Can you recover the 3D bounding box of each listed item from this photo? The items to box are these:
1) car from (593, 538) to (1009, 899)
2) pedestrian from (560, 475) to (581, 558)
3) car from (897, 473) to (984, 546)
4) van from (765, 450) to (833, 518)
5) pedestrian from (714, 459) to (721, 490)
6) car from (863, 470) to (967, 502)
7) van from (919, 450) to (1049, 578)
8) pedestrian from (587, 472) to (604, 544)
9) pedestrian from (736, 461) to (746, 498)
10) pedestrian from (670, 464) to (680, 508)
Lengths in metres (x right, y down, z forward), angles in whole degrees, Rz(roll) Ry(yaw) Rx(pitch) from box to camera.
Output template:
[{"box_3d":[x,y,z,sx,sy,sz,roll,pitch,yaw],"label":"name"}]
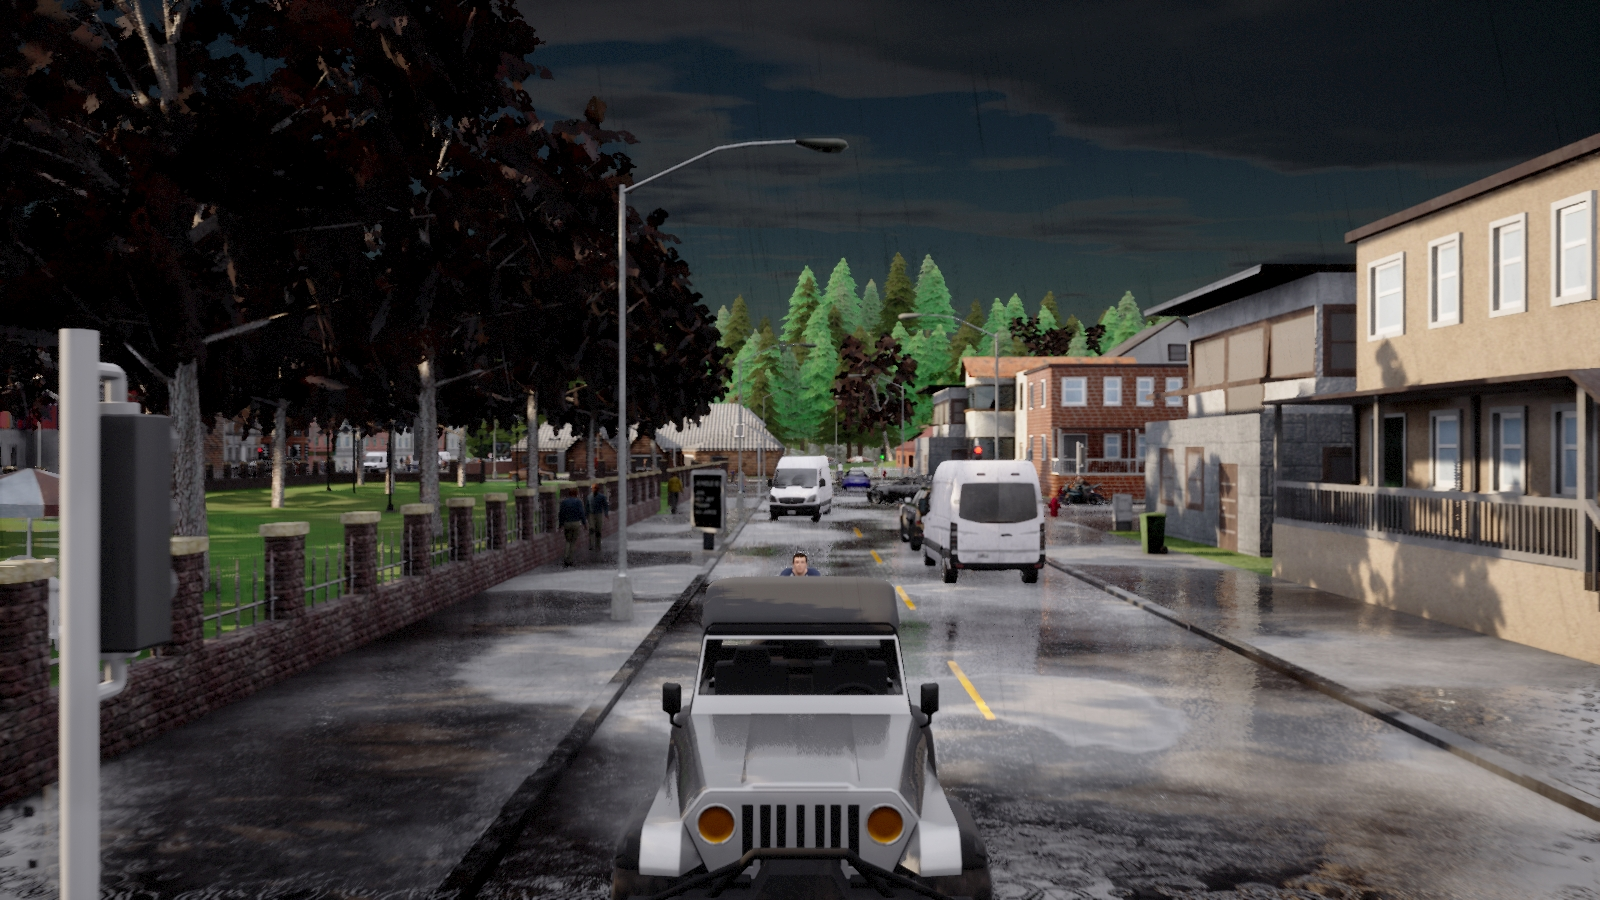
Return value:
[{"box_3d":[0.008,1.635,7.165,1.905,1.878,3.866,0,0,0],"label":"car"},{"box_3d":[-5.258,1.518,26.167,0.375,1.860,0.375,0,0,8],"label":"pedestrian"},{"box_3d":[3.947,1.635,32.879,1.932,1.855,4.605,0,0,0],"label":"car"},{"box_3d":[0.047,1.302,46.724,1.988,2.561,5.915,0,0,7],"label":"van"},{"box_3d":[-5.021,1.508,69.417,0.375,1.860,0.375,0,0,-10],"label":"pedestrian"},{"box_3d":[5.860,1.828,58.289,4.792,1.488,2.163,0,0,26],"label":"car"},{"box_3d":[3.981,1.305,25.808,1.988,2.561,5.915,0,-1,0],"label":"van"},{"box_3d":[-5.339,1.517,29.785,0.375,1.860,0.375,0,0,1],"label":"pedestrian"},{"box_3d":[-3.047,1.510,58.795,0.375,1.860,0.375,0,0,22],"label":"pedestrian"},{"box_3d":[-5.250,1.512,48.015,0.375,1.860,0.375,0,0,-1],"label":"pedestrian"}]
